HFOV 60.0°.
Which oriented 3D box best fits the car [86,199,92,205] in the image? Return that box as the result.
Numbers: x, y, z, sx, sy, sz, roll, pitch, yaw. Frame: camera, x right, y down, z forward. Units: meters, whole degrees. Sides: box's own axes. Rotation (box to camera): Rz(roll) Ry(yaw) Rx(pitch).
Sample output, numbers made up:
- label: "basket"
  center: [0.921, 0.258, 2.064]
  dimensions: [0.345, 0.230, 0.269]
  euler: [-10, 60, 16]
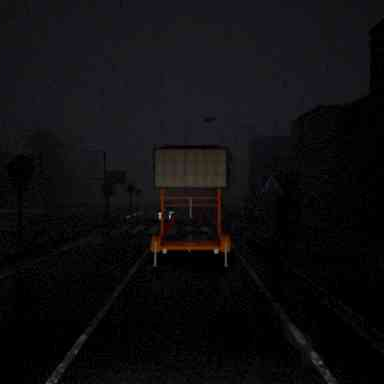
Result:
- label: "car"
  center: [-21.888, 1.871, 61.895]
  dimensions: [5.008, 1.535, 2.097]
  euler: [0, -1, 0]

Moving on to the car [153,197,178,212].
- label: "car"
  center: [-3.314, 1.764, 42.696]
  dimensions: [2.033, 1.411, 5.357]
  euler: [0, -1, 0]

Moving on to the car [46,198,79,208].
- label: "car"
  center: [-21.896, 1.839, 55.345]
  dimensions: [4.674, 1.452, 2.002]
  euler: [0, -1, 0]

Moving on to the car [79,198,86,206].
- label: "car"
  center: [-21.885, 1.836, 58.621]
  dimensions: [4.892, 1.521, 2.231]
  euler: [0, -1, 0]

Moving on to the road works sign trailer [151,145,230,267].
- label: "road works sign trailer"
  center: [-0.038, 0.305, 10.753]
  dimensions: [2.380, 3.560, 2.880]
  euler: [0, 0, 0]
